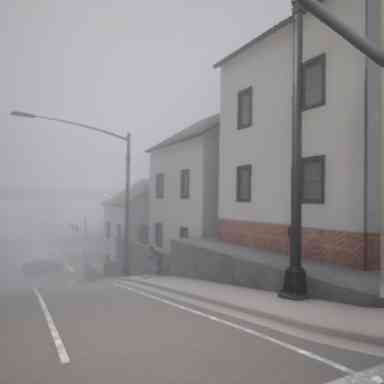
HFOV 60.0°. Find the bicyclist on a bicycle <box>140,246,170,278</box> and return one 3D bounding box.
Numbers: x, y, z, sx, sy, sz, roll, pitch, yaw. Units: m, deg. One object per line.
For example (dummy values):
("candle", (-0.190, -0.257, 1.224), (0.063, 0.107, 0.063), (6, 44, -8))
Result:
("bicyclist on a bicycle", (-1.950, 3.663, 17.428), (1.656, 1.620, 0.582), (1, -9, -27))

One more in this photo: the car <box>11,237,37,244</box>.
("car", (-36.246, 10.409, 71.772), (4.536, 1.218, 1.853), (1, -1, 1))

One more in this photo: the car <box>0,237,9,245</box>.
("car", (-40.567, 10.258, 68.642), (1.853, 1.218, 4.536), (0, -2, 26))

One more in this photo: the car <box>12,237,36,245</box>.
("car", (-36.197, 10.567, 71.767), (4.974, 1.542, 2.038), (1, -1, 1))

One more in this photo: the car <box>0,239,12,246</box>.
("car", (-40.593, 10.414, 68.592), (2.038, 1.542, 4.974), (0, -2, 26))

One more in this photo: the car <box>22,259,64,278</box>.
("car", (-19.812, 9.983, 44.332), (2.150, 2.045, 5.566), (0, -1, 26))
